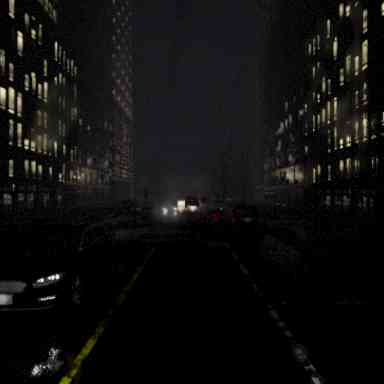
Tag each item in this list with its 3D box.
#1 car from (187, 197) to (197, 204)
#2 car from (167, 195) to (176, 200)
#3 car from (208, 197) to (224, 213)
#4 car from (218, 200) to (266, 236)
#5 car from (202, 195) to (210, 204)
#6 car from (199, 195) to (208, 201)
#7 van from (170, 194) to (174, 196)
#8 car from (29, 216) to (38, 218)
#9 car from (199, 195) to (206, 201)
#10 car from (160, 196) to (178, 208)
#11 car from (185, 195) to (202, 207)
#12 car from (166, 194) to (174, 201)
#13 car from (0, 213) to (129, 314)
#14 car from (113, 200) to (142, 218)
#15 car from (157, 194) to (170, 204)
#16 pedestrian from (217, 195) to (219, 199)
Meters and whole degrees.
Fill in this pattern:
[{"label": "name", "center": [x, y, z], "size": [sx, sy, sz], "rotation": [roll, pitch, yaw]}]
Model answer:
[{"label": "car", "center": [0.016, 1.555, 63.717], "size": [1.895, 1.301, 4.718], "rotation": [0, 0, 0]}, {"label": "car", "center": [-5.664, 1.475, 92.171], "size": [2.008, 1.369, 4.403], "rotation": [0, 0, 0]}, {"label": "car", "center": [3.009, 1.503, 36.491], "size": [1.812, 1.442, 4.674], "rotation": [0, 0, 0]}, {"label": "car", "center": [2.699, 1.431, 18.156], "size": [1.967, 1.590, 4.097], "rotation": [0, 0, 0]}, {"label": "car", "center": [2.710, 1.394, 63.692], "size": [1.967, 1.590, 4.097], "rotation": [0, 0, 0]}, {"label": "car", "center": [2.714, 1.487, 80.768], "size": [2.008, 1.369, 4.403], "rotation": [0, 0, 0]}, {"label": "van", "center": [-5.667, 1.283, 75.094], "size": [1.690, 1.788, 3.998], "rotation": [0, 0, 0]}, {"label": "car", "center": [-5.684, 1.576, 12.481], "size": [1.802, 1.307, 4.206], "rotation": [0, 0, 0]}, {"label": "car", "center": [2.715, 1.475, 86.460], "size": [1.887, 1.381, 4.507], "rotation": [0, 0, 0]}, {"label": "car", "center": [-3.071, 1.568, 48.429], "size": [1.895, 1.301, 4.718], "rotation": [0, 0, 0]}, {"label": "car", "center": [0.015, 1.318, 49.147], "size": [2.097, 1.767, 4.553], "rotation": [0, 0, 0]}, {"label": "car", "center": [-5.665, 1.370, 86.479], "size": [1.967, 1.590, 4.097], "rotation": [0, 0, 0]}, {"label": "car", "center": [-3.099, 1.488, 7.879], "size": [2.128, 1.511, 4.902], "rotation": [0, 0, 0]}, {"label": "car", "center": [-5.679, 1.423, 29.557], "size": [1.967, 1.590, 4.097], "rotation": [0, 0, 0]}, {"label": "car", "center": [-5.671, 1.479, 63.540], "size": [1.752, 1.417, 4.829], "rotation": [0, 0, 0]}, {"label": "pedestrian", "center": [3.009, 1.269, 39.333], "size": [0.375, 1.860, 0.375], "rotation": [0, 0, -2]}]
